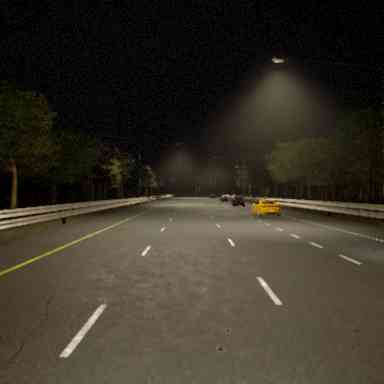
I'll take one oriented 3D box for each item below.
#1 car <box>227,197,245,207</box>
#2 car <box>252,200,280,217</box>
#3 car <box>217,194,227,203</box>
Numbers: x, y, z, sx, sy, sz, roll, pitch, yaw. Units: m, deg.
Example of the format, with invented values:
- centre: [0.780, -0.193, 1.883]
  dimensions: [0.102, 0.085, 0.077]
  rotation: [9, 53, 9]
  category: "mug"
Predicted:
- centre: [7.019, 1.568, 51.544]
  dimensions: [1.837, 1.490, 4.892]
  rotation: [0, 0, 0]
  category: "car"
- centre: [6.998, 1.495, 31.828]
  dimensions: [1.882, 1.535, 5.008]
  rotation: [0, 0, 0]
  category: "car"
- centre: [7.091, 1.635, 73.398]
  dimensions: [1.895, 1.301, 4.718]
  rotation: [0, 0, 0]
  category: "car"
